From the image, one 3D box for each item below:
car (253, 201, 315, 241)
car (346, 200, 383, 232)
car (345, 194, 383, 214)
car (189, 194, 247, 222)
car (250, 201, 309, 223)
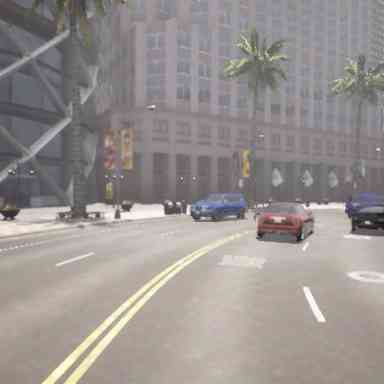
[{"bbox_3d":[4.907,1.325,17.019,2.097,1.767,4.553,1,0,28],"label":"car"},{"bbox_3d":[10.800,1.485,19.533,1.882,1.535,5.008,0,0,38],"label":"car"},{"bbox_3d":[15.075,1.230,27.879,5.566,2.045,2.150,0,0,-35],"label":"car"},{"bbox_3d":[2.139,1.144,25.776,2.150,2.045,5.566,0,0,39],"label":"car"},{"bbox_3d":[6.961,1.504,26.002,5.357,1.411,2.033,0,0,-45],"label":"car"}]
